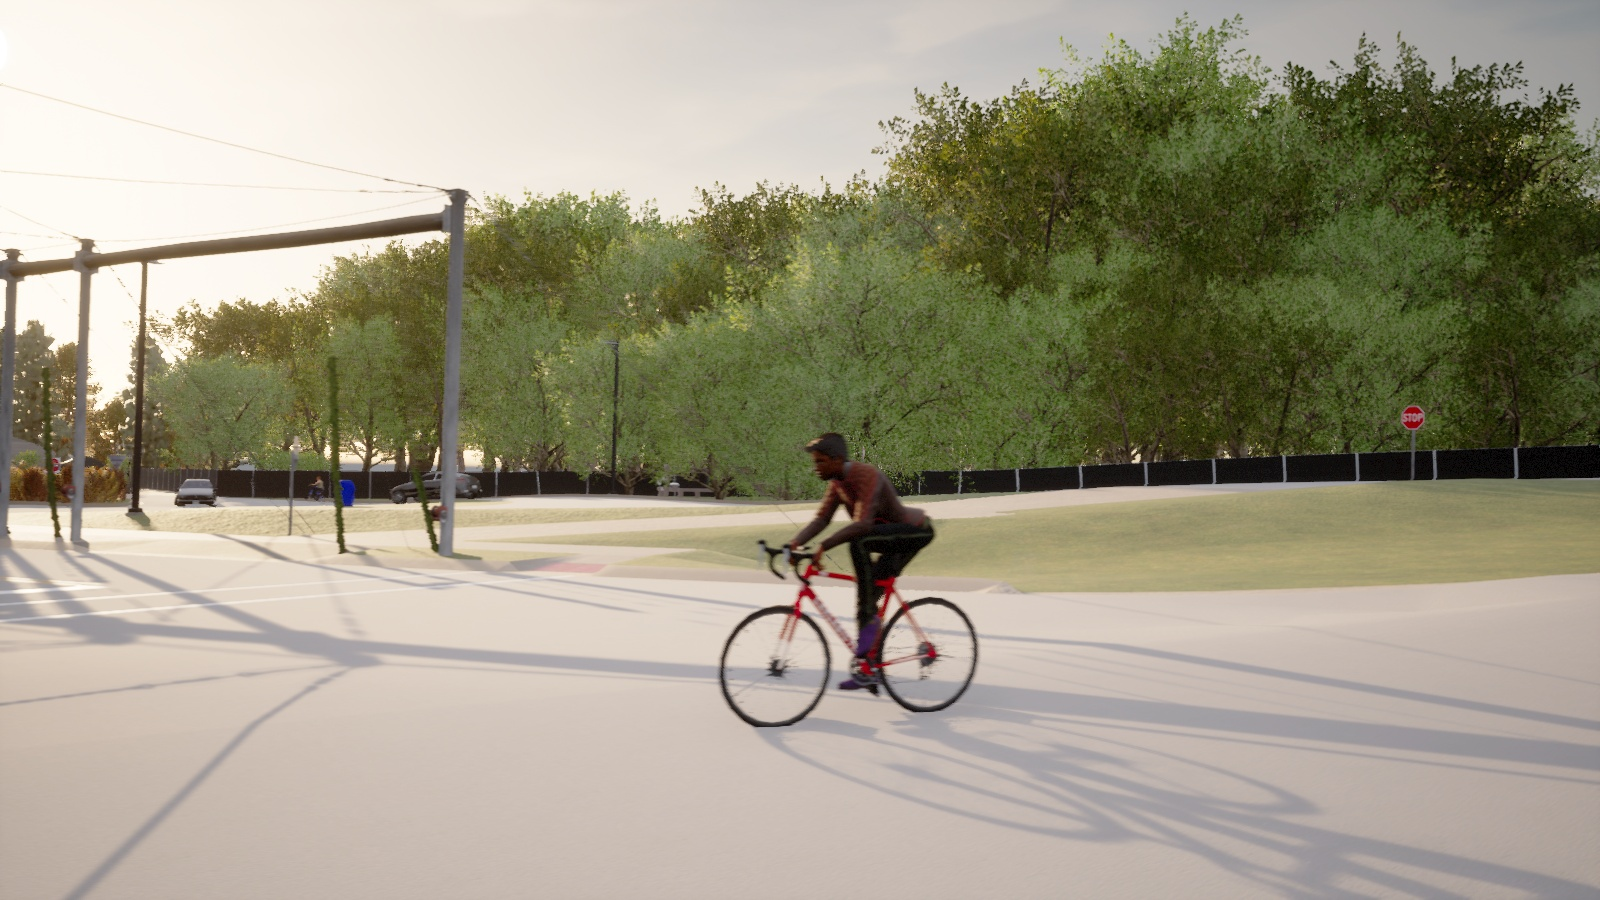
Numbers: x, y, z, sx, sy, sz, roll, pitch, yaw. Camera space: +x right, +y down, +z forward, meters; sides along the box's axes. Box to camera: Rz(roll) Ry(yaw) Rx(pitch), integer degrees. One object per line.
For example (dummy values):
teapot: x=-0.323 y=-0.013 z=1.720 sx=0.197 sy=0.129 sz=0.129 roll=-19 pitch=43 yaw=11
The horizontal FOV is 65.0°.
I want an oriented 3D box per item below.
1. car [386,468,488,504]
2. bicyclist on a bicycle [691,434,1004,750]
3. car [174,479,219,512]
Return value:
car: x=-20.048 y=1.987 z=69.334 sx=5.027 sy=1.651 sz=2.152 roll=-5 pitch=-2 yaw=20
bicyclist on a bicycle: x=0.276 y=0.724 z=7.045 sx=1.656 sy=1.620 sz=0.582 roll=0 pitch=0 yaw=-24
car: x=-33.284 y=2.461 z=69.371 sx=2.033 sy=1.411 sz=5.357 roll=1 pitch=2 yaw=-24
